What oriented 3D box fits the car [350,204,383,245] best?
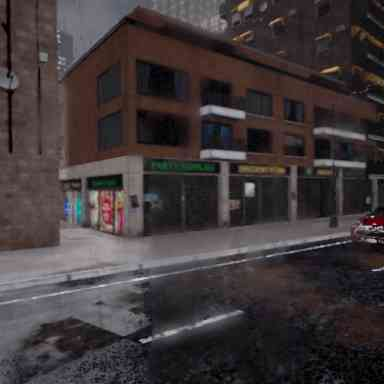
[{"bbox_3d":[8.731,1.284,14.206,4.553,1.767,2.097,0,0,-37],"label":"car"}]
